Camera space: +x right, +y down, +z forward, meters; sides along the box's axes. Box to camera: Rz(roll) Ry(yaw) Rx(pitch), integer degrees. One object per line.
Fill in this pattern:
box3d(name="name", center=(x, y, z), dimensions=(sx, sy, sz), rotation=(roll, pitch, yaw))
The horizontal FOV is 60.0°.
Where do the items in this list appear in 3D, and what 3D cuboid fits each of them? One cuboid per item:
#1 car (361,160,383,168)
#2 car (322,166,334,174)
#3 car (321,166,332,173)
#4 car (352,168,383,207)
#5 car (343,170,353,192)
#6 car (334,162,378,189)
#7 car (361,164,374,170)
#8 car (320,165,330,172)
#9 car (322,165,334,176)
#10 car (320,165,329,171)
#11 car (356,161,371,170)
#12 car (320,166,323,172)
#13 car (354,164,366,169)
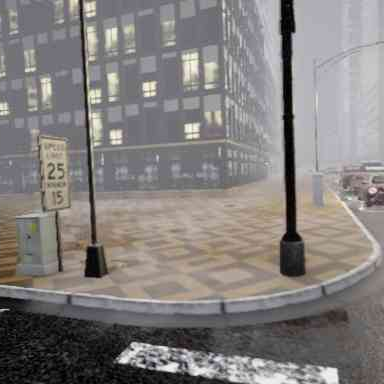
box3d(name="car", center=(18.568, -2.242, 34.528), dimensions=(2.150, 2.045, 5.566), rotation=(-1, 4, 19))
box3d(name="car", center=(25.886, -4.267, 63.385), dimensions=(1.887, 1.381, 4.507), rotation=(0, 5, 19))
box3d(name="car", center=(27.729, -4.725, 68.627), dimensions=(2.008, 1.369, 4.403), rotation=(0, 5, 19))
box3d(name="car", center=(9.298, -0.197, 16.205), dimensions=(1.967, 1.590, 4.097), rotation=(0, 5, 19))
box3d(name="car", center=(11.144, -0.520, 21.457), dimensions=(1.802, 1.307, 4.206), rotation=(0, 5, 19))
box3d(name="car", center=(12.980, -1.250, 26.678), dimensions=(2.192, 1.841, 5.009), rotation=(0, 5, 19))
box3d(name="car", center=(37.498, -5.366, 71.152), dimensions=(1.887, 1.381, 4.507), rotation=(0, 5, 19))
box3d(name="car", center=(29.572, -5.173, 73.869), dimensions=(1.947, 1.339, 4.313), rotation=(0, 5, 19))
box3d(name="car", center=(22.200, -3.340, 52.902), dimensions=(1.887, 1.381, 4.507), rotation=(0, 5, 19))
box3d(name="car", center=(31.414, -5.658, 79.109), dimensions=(1.887, 1.381, 4.507), rotation=(0, 5, 19))
box3d(name="car", center=(39.335, -6.059, 76.378), dimensions=(2.192, 1.841, 5.009), rotation=(0, 5, 19))
box3d(name="car", center=(24.043, -3.798, 58.144), dimensions=(2.008, 1.369, 4.403), rotation=(0, 5, 19))
box3d(name="car", center=(41.186, -6.273, 81.640), dimensions=(1.947, 1.339, 4.313), rotation=(0, 5, 19))
